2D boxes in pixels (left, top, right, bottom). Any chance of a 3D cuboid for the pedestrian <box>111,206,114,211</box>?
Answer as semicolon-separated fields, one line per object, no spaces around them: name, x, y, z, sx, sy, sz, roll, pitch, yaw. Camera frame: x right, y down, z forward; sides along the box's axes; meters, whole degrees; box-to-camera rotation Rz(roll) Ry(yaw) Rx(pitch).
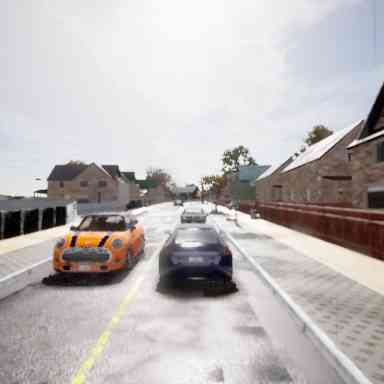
pedestrian;-9.927;2.239;41.722;0.500;1.100;0.500;0;-2;5

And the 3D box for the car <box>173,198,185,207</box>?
car;-2.777;2.342;68.589;1.994;1.385;4.181;0;-1;0

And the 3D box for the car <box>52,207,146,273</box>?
car;-2.848;1.453;11.106;2.097;1.767;4.553;0;-1;0

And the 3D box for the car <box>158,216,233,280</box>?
car;0.096;1.657;10.222;1.994;1.385;4.181;0;-1;0

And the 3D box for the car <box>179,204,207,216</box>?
car;0.077;1.844;25.080;1.895;1.301;4.718;0;-1;-1

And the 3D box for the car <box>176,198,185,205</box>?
car;-2.783;2.347;84.232;2.097;1.767;4.553;0;-1;0
